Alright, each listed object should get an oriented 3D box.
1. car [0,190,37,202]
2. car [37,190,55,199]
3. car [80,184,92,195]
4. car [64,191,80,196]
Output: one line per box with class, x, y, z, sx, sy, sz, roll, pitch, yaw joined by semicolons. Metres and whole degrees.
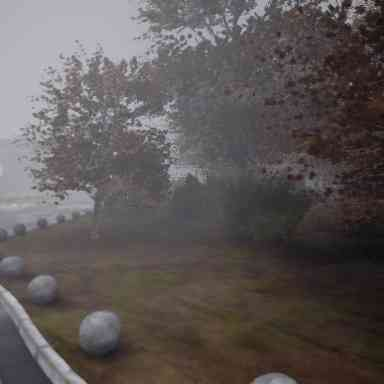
car;-23.860;0.487;44.736;1.946;1.575;5.366;0;3;12
car;-22.696;0.241;50.129;1.946;1.575;5.366;0;3;12
car;-20.326;-0.506;61.190;2.435;2.045;5.566;0;3;12
car;-21.542;-0.002;55.527;1.946;1.575;5.366;0;3;12
